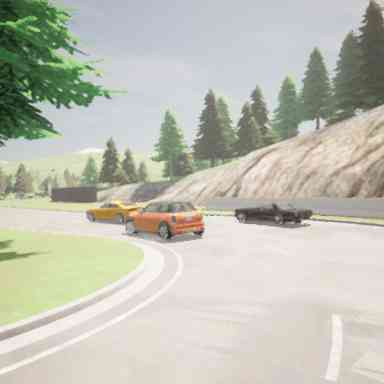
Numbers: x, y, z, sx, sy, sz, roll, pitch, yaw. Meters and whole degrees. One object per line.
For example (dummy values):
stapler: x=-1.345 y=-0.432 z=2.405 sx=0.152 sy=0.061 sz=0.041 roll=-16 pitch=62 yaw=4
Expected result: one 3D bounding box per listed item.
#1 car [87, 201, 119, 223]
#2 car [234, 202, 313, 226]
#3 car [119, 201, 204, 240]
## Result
car: x=-5.565 y=1.410 z=24.188 sx=5.008 sy=1.535 sz=1.882 roll=-1 pitch=1 yaw=35
car: x=4.743 y=1.261 z=20.217 sx=1.895 sy=1.301 sz=4.718 roll=-2 pitch=1 yaw=-37
car: x=-1.481 y=1.238 z=16.513 sx=2.097 sy=1.767 sz=4.553 roll=-3 pitch=1 yaw=-39
